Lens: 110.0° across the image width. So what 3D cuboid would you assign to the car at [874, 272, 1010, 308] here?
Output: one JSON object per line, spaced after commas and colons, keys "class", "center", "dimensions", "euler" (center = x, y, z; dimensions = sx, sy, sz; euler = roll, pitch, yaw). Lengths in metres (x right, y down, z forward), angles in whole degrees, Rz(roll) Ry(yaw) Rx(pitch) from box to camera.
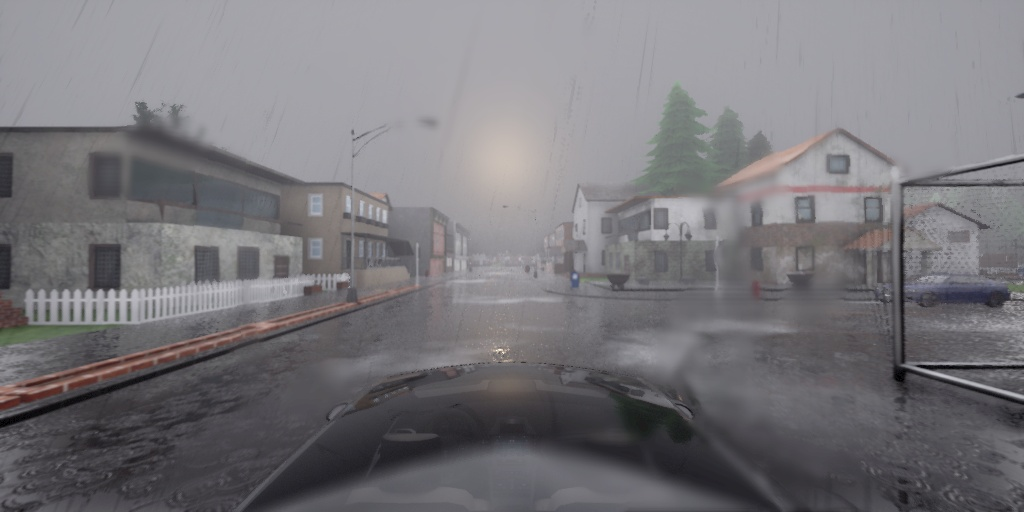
{"class": "car", "center": [18.763, 1.442, 15.713], "dimensions": [4.674, 1.442, 1.812], "euler": [0, -1, -1]}
